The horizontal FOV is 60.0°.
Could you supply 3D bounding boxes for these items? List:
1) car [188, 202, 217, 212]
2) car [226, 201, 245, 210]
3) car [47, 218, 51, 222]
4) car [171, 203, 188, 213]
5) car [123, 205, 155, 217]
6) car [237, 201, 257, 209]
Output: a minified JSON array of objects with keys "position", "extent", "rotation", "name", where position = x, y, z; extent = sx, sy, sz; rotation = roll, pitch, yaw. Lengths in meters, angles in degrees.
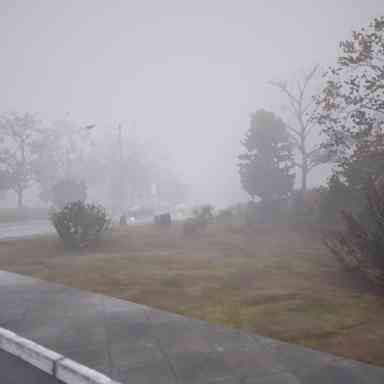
[{"position":[1.874,2.276,48.689],"extent":[1.837,1.490,4.892],"rotation":[-3,-2,32],"name":"car"},{"position":[7.044,2.199,50.349],"extent":[2.033,1.411,5.357],"rotation":[-3,-2,32],"name":"car"},{"position":[-12.090,2.320,33.399],"extent":[2.128,1.511,4.902],"rotation":[-3,-2,32],"name":"car"},{"position":[-1.318,2.456,50.484],"extent":[1.812,1.442,4.674],"rotation":[-3,-2,33],"name":"car"},{"position":[-6.624,2.393,42.047],"extent":[1.812,1.442,4.674],"rotation":[-3,-2,32],"name":"car"},{"position":[10.360,2.414,62.126],"extent":[1.837,1.490,4.892],"rotation":[-3,-2,33],"name":"car"}]
